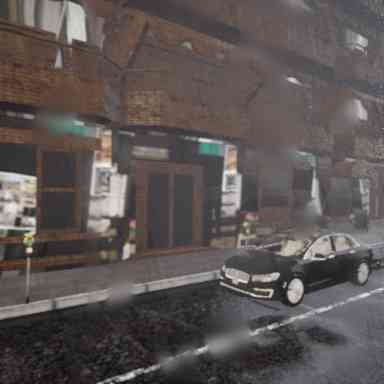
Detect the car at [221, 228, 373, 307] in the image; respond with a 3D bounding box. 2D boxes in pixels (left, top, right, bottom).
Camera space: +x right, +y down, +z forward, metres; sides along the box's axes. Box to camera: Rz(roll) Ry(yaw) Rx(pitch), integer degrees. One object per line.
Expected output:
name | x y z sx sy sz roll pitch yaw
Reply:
car | 2.661 1.586 7.987 4.403 1.369 2.008 0 0 -35
